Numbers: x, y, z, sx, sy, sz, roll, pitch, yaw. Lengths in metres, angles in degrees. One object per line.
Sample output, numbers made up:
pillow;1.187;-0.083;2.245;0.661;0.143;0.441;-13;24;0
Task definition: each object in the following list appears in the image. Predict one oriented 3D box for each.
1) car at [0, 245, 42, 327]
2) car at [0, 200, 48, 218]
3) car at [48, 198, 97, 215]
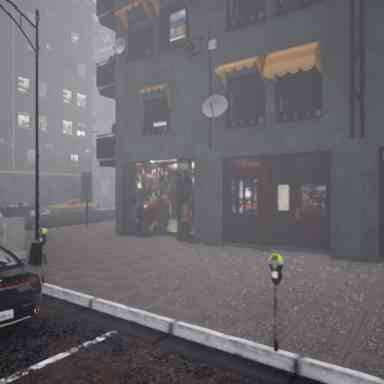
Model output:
car;-4.487;1.554;6.062;4.403;1.369;2.008;0;0;35
car;-14.076;1.359;26.060;2.008;1.369;4.403;1;1;35
car;-10.992;1.259;30.489;1.752;1.417;4.829;1;1;35
